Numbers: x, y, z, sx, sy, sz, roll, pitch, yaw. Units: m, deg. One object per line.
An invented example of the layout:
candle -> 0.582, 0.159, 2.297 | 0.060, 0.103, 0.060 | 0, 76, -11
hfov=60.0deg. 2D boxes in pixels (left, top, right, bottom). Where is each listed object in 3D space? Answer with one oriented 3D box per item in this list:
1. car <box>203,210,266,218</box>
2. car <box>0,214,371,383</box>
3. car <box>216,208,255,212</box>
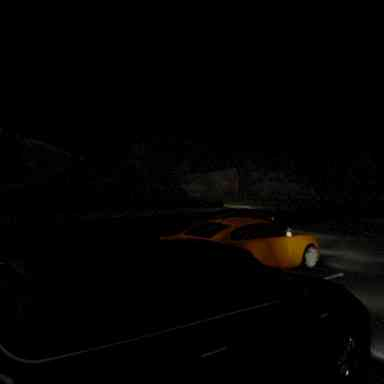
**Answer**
car -> 1.466, 1.436, 9.090 | 5.008, 1.535, 1.882 | 0, 0, -35
car -> 0.044, 1.338, 3.776 | 4.553, 1.767, 2.097 | 0, 0, -35
car -> 2.221, 1.413, 13.925 | 5.008, 1.535, 1.882 | 0, 0, -35
